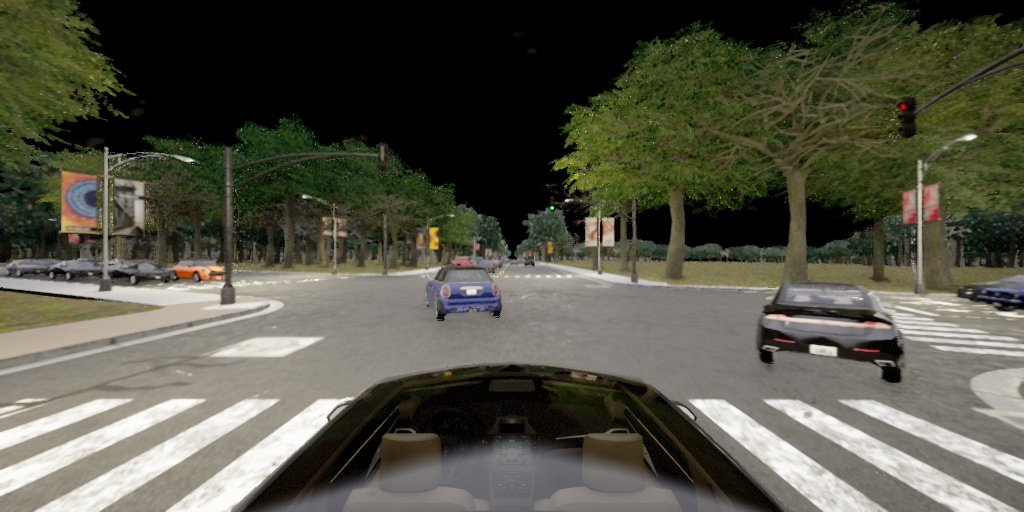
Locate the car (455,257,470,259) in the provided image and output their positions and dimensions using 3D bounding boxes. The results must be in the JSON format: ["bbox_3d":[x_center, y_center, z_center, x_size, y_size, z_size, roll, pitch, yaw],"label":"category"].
[{"bbox_3d":[-6.297,1.089,45.099,2.150,2.045,5.566,0,0,0],"label":"car"}]

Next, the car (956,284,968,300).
[{"bbox_3d":[22.161,1.473,15.182,4.181,1.385,1.994,0,0,23],"label":"car"}]

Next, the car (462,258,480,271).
[{"bbox_3d":[-6.172,1.245,54.700,2.097,1.767,4.553,0,0,1],"label":"car"}]

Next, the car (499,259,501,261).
[{"bbox_3d":[-2.959,1.486,52.063,1.895,1.301,4.718,0,0,1],"label":"car"}]

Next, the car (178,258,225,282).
[{"bbox_3d":[-24.094,1.053,27.849,4.553,1.767,2.097,0,0,23],"label":"car"}]

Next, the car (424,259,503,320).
[{"bbox_3d":[-1.943,1.136,13.074,2.097,1.767,4.553,0,0,-19],"label":"car"}]

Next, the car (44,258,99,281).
[{"bbox_3d":[-35.469,1.132,29.226,5.008,1.535,1.882,0,0,23],"label":"car"}]

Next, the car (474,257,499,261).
[{"bbox_3d":[-3.043,1.213,43.070,2.097,1.767,4.553,0,0,0],"label":"car"}]

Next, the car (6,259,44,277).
[{"bbox_3d":[-44.928,1.125,33.343,4.892,1.490,1.837,0,0,24],"label":"car"}]

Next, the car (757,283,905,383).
[{"bbox_3d":[6.354,1.289,7.313,2.128,1.511,4.902,-1,-2,41],"label":"car"}]

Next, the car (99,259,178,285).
[{"bbox_3d":[-26.350,1.168,25.277,5.008,1.535,1.882,0,0,22],"label":"car"}]

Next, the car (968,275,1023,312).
[{"bbox_3d":[20.119,1.500,12.522,4.718,1.301,1.895,0,0,23],"label":"car"}]
